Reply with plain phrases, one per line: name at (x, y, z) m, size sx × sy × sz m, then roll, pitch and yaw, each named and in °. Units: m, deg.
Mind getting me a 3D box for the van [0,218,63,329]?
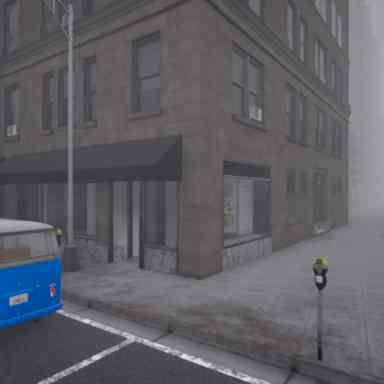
van at (-4.057, 1.347, 5.974) m, size 3.998 × 1.788 × 1.690 m, roll 0°, pitch 0°, yaw 36°
